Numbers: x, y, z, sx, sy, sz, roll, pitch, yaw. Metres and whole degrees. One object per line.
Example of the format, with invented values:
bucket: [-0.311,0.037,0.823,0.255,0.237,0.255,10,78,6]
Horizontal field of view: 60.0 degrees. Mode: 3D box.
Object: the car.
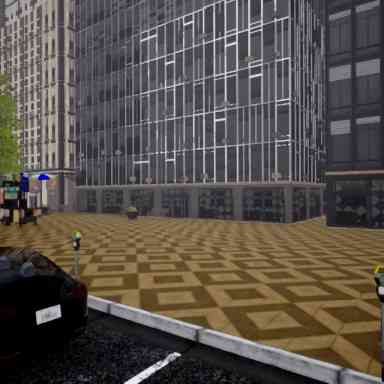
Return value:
car: [-3.482,1.566,5.371,4.313,1.339,1.947,0,0,36]
